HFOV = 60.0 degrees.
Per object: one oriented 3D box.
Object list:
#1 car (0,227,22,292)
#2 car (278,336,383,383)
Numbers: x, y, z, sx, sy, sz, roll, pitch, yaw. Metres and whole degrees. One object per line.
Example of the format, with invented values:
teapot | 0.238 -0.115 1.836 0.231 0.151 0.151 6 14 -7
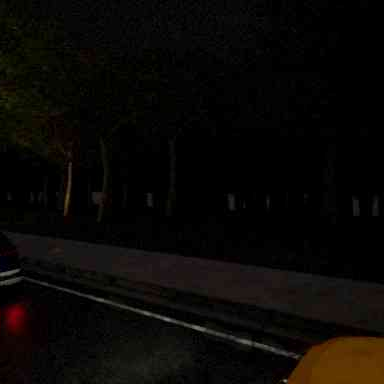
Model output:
car | -5.847 1.422 7.720 4.856 1.649 2.033 0 0 35
car | 2.969 1.457 1.445 5.366 1.575 1.801 0 0 36
